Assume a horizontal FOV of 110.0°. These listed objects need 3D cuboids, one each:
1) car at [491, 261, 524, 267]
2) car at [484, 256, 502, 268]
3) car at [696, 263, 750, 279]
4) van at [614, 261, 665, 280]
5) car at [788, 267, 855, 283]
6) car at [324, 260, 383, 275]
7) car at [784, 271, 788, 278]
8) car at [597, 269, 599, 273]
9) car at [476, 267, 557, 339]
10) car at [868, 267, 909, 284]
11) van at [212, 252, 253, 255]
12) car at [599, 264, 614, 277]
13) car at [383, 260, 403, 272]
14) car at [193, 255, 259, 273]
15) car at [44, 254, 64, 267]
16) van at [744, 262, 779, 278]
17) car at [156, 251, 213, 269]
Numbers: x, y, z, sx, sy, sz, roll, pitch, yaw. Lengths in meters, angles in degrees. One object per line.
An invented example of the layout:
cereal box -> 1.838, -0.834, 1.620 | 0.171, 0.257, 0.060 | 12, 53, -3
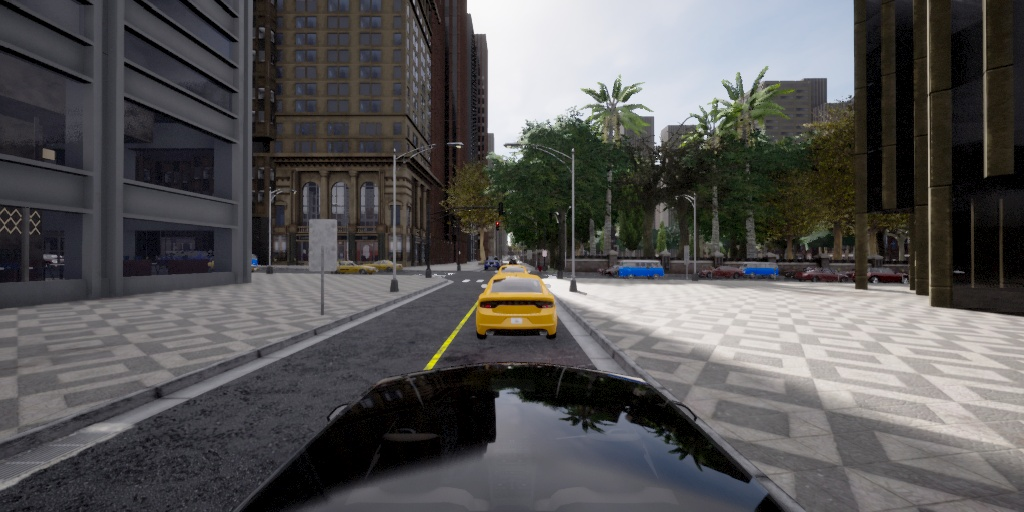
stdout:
car -> 0.043, 1.235, 20.177 | 1.882, 1.535, 5.008 | 0, 0, 0
car -> -2.973, 1.036, 54.571 | 2.150, 2.045, 5.566 | 0, 0, 0
car -> 22.603, 1.709, 38.963 | 4.674, 1.442, 1.812 | 1, 0, 0
van -> 11.943, 1.315, 33.165 | 3.998, 1.789, 1.690 | 0, 0, 0
car -> 28.513, 1.830, 33.061 | 4.207, 1.307, 1.802 | 0, 0, 0
car -> -14.974, 1.053, 33.333 | 4.829, 1.417, 1.751 | 0, 0, 0
car -> 33.047, 1.903, 38.889 | 5.357, 1.411, 2.033 | 1, 0, 1
car -> 11.985, 1.605, 41.690 | 4.207, 1.307, 1.802 | 0, 0, 0
car -> 0.112, 1.230, 10.116 | 1.882, 1.535, 5.008 | 0, 0, 0
car -> 34.037, 1.778, 33.027 | 4.097, 1.591, 1.967 | 0, 0, 0
van -> -32.110, 0.641, 41.965 | 3.998, 1.789, 1.690 | 0, 0, 0
car -> 12.644, 1.567, 39.025 | 5.357, 1.411, 2.033 | 1, 0, 0
car -> -15.270, 1.102, 41.860 | 4.829, 1.417, 1.751 | 0, 0, 0
car -> -26.314, 0.868, 33.404 | 4.829, 1.417, 1.751 | 0, 0, 0
car -> -43.496, 0.509, 33.511 | 4.097, 1.591, 1.967 | 0, 0, 0
van -> 28.555, 1.637, 41.587 | 3.998, 1.789, 1.690 | 0, 0, 0
car -> -35.537, 0.451, 39.330 | 5.566, 2.045, 2.150 | 1, 0, 0
